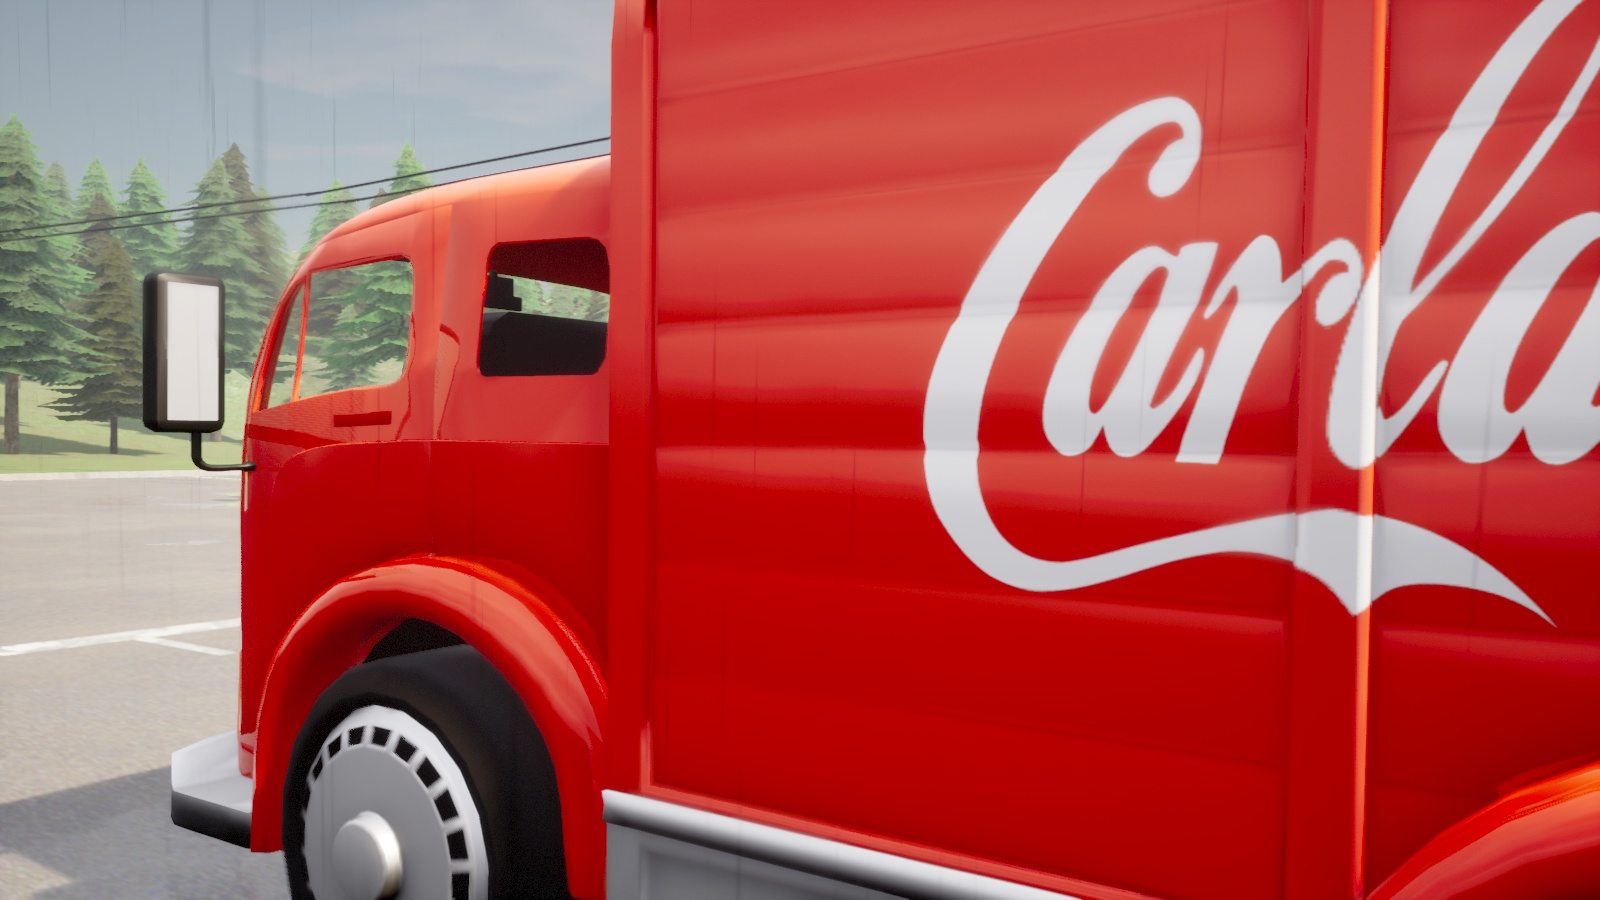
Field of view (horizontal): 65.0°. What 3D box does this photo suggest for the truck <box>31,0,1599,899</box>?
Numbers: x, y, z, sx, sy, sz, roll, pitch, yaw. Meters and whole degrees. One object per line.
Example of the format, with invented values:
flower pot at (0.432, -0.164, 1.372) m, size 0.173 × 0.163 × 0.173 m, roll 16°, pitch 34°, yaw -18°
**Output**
truck at (0.825, 0.195, 3.066) m, size 5.204 × 2.467 × 2.627 m, roll 0°, pitch 1°, yaw 34°
